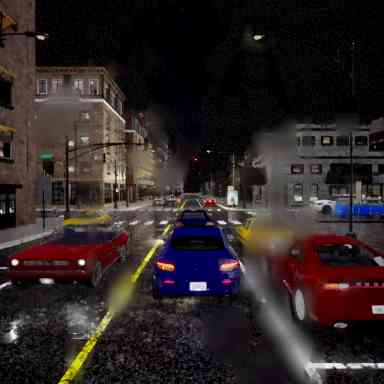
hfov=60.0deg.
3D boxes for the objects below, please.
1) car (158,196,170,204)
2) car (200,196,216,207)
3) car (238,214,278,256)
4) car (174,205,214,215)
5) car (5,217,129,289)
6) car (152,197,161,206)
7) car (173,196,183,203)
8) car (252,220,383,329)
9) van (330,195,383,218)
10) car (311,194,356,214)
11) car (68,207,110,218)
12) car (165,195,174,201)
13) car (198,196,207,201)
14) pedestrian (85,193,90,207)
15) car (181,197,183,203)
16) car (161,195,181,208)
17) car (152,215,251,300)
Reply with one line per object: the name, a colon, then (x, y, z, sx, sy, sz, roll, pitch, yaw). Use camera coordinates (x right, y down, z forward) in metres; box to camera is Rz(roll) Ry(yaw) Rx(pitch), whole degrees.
car: (-5.708, 1.595, 67.923, 2.008, 1.369, 4.403, 0, 0, 0)
car: (2.674, 1.462, 50.846, 1.967, 1.590, 4.097, 0, 0, 0)
car: (2.683, 1.526, 12.848, 1.752, 1.417, 4.829, 0, 0, 0)
car: (0.097, 1.565, 16.956, 1.994, 1.385, 4.181, 0, 0, 0)
car: (-3.103, 1.601, 9.319, 1.895, 1.301, 4.718, 0, 0, 0)
car: (-5.706, 1.580, 56.529, 2.008, 1.369, 4.403, 0, 0, 0)
car: (-3.014, 1.601, 70.859, 1.994, 1.385, 4.181, 0, 0, 0)
car: (2.684, 1.544, 6.980, 1.887, 1.381, 4.507, 0, 0, 0)
van: (14.653, 1.413, 29.143, 3.998, 1.788, 1.690, 0, 0, 0)
car: (15.478, 1.256, 34.937, 5.566, 2.045, 2.150, 0, 0, 0)
car: (-5.699, 1.527, 18.207, 1.752, 1.417, 4.829, 0, 0, 0)
car: (-5.712, 1.596, 84.843, 1.752, 1.417, 4.829, 0, 0, 0)
car: (2.669, 1.622, 85.027, 2.008, 1.369, 4.403, -1, 0, 0)
pedestrian: (-12.638, 1.080, 40.256, 0.375, 1.860, 0.375, 0, 0, 0)
car: (-3.089, 1.384, 59.271, 2.097, 1.767, 4.553, 0, 0, 0)
car: (-3.106, 1.584, 49.471, 1.994, 1.385, 4.181, 0, 0, 0)
car: (0.102, 1.525, 8.263, 1.812, 1.442, 4.674, 0, 0, 0)
